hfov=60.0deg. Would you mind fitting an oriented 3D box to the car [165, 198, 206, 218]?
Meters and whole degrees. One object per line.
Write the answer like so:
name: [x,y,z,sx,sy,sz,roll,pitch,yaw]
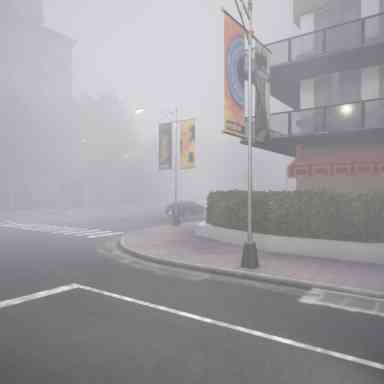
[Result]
car: [-0.437,1.504,30.093,1.837,1.490,4.892,0,0,35]
